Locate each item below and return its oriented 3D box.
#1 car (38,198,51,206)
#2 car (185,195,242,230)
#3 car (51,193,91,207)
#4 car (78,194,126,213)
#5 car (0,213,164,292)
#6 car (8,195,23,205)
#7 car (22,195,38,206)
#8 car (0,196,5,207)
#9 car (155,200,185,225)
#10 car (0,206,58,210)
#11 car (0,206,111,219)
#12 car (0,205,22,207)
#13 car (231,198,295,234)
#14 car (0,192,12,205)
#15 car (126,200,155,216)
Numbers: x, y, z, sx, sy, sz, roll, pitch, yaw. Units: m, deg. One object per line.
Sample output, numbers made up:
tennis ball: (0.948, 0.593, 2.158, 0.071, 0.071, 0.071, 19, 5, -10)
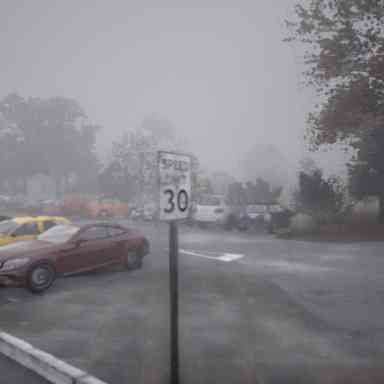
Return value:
car: (-11.253, 1.370, 31.401, 1.946, 1.575, 5.366, 0, 0, 36)
car: (2.326, 1.228, 21.447, 2.435, 2.045, 5.566, 0, 0, 36)
car: (-9.082, 1.139, 29.647, 2.435, 2.045, 5.566, 0, 0, 36)
car: (-6.755, 1.283, 27.901, 2.185, 1.767, 4.553, 0, 0, 36)
car: (-3.175, 1.537, 9.277, 2.002, 1.452, 4.674, 0, -1, 36)
car: (-15.801, 1.367, 34.405, 2.163, 1.488, 4.792, 0, 0, 36)
car: (-13.518, 1.356, 32.807, 2.097, 1.535, 5.008, 0, 0, 36)
car: (-27.088, 1.242, 42.561, 2.097, 1.535, 5.008, 1, 0, 36)
car: (-0.036, 1.336, 23.148, 2.185, 1.767, 4.553, 0, 0, 36)
car: (-7.572, 1.492, 12.454, 2.163, 1.488, 4.792, 0, 0, 36)
car: (-5.437, 1.477, 10.655, 1.946, 1.575, 5.366, 0, 0, 36)
car: (-9.847, 1.485, 14.057, 2.002, 1.452, 4.674, 0, 0, 36)
car: (4.552, 1.372, 19.773, 2.185, 1.767, 4.553, 0, 0, 36)
car: (-20.286, 1.175, 37.704, 2.185, 1.767, 4.553, 0, 0, 36)
car: (-2.298, 1.318, 24.774, 2.185, 1.767, 4.553, 0, 0, 36)
